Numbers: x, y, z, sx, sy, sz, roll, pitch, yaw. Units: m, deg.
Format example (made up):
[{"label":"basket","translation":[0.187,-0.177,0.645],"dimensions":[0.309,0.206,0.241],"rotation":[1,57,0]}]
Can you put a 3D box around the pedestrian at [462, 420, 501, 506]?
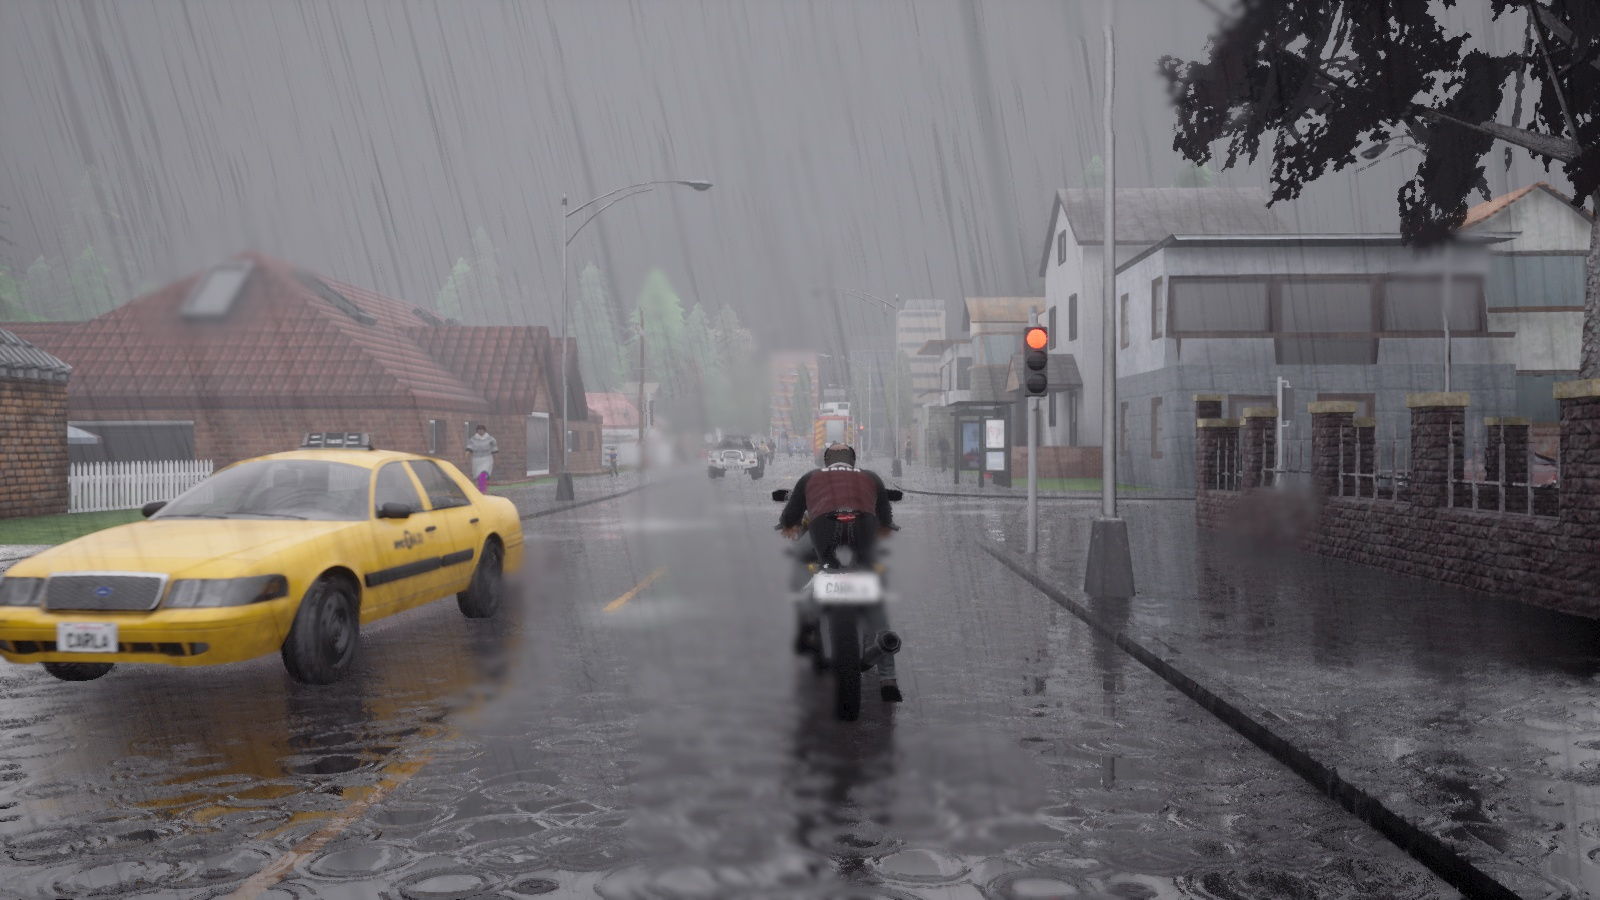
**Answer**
[{"label":"pedestrian","translation":[-7.318,0.284,28.875],"dimensions":[0.659,1.952,0.873],"rotation":[0,0,1]}]

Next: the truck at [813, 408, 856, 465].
[{"label":"truck","translation":[2.443,-0.918,88.847],"dimensions":[2.891,3.827,8.468],"rotation":[0,0,1]}]

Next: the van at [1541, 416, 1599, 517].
[{"label":"van","translation":[18.371,0.336,26.301],"dimensions":[4.480,2.038,2.069],"rotation":[0,0,-1]}]

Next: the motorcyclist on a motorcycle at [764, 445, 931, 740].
[{"label":"motorcyclist on a motorcycle","translation":[0.244,0.739,7.623],"dimensions":[0.866,1.530,2.191],"rotation":[0,0,0]}]

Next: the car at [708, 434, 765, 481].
[{"label":"car","translation":[-2.569,0.268,52.005],"dimensions":[1.932,1.855,4.605],"rotation":[0,0,2]}]

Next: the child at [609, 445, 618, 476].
[{"label":"child","translation":[-7.708,0.437,51.849],"dimensions":[0.270,1.263,0.437],"rotation":[0,0,9]}]

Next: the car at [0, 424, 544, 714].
[{"label":"car","translation":[-3.604,0.627,9.564],"dimensions":[1.801,1.575,5.366],"rotation":[0,0,5]}]

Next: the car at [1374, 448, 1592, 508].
[{"label":"car","translation":[16.465,0.652,30.443],"dimensions":[4.181,1.385,1.994],"rotation":[0,0,1]}]

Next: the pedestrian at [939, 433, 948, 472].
[{"label":"pedestrian","translation":[6.775,0.127,59.204],"dimensions":[0.402,1.842,0.726],"rotation":[0,0,7]}]
